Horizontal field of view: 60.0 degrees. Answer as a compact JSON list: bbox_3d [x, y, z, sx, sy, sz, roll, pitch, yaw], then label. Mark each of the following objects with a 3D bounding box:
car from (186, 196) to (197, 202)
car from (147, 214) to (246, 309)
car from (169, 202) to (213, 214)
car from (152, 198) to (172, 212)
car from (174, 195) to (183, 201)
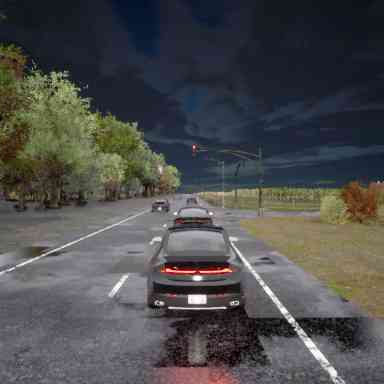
[{"bbox_3d":[-0.049,1.508,63.994,1.837,1.490,4.892,0,0,0],"label":"car"},{"bbox_3d":[0.081,1.507,7.855,1.837,1.490,4.892,0,0,0],"label":"car"},{"bbox_3d":[0.063,1.482,17.100,1.882,1.535,5.008,0,0,0],"label":"car"},{"bbox_3d":[-3.489,1.513,38.291,1.837,1.490,4.892,0,0,0],"label":"car"},{"bbox_3d":[-3.700,1.524,85.233,2.128,1.511,4.902,0,0,0],"label":"car"}]
